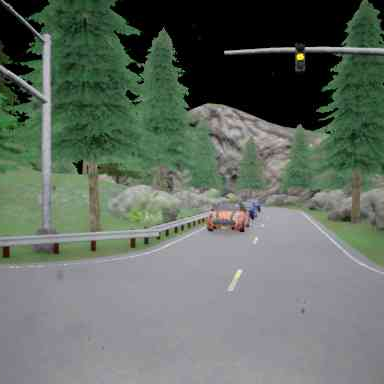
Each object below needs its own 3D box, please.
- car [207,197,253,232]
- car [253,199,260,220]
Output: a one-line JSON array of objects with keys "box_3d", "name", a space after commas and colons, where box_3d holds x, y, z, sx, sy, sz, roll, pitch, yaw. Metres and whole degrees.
[{"box_3d": [2.310, 1.383, 20.322, 2.097, 1.767, 4.553, 0, 0, 15], "name": "car"}, {"box_3d": [4.653, 1.522, 29.154, 1.882, 1.535, 5.008, 0, 0, 15], "name": "car"}]
